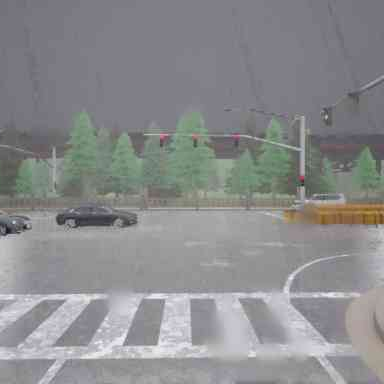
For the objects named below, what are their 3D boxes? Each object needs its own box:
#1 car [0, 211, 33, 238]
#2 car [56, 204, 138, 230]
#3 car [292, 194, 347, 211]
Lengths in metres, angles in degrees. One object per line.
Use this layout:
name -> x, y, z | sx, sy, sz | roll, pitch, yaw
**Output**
car -> -10.794, 1.491, 16.954 | 4.902, 1.511, 2.128 | 0, 0, -2
car -> -5.832, 1.505, 20.606 | 4.892, 1.490, 1.837 | 0, 0, -2
car -> 13.548, 1.221, 35.398 | 5.566, 2.045, 2.150 | 0, 0, -2
